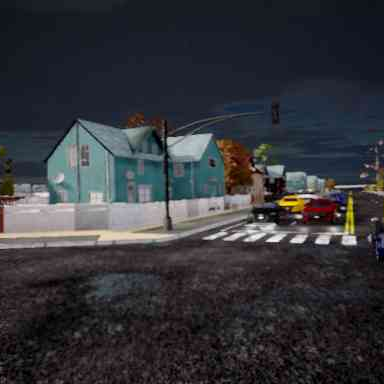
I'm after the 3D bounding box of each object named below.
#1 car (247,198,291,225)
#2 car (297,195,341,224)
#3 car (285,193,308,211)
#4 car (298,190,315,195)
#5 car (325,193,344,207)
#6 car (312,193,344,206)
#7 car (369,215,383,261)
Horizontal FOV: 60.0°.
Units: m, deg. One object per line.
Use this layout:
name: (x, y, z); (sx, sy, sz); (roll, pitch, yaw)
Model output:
car: (5.108, 1.377, 22.451); (1.994, 1.385, 4.181); (-2, 0, 25)
car: (8.523, 1.188, 22.057); (1.882, 1.535, 5.008); (-2, 0, 26)
car: (9.530, 1.148, 31.682); (1.882, 1.535, 5.008); (-2, 0, 26)
car: (14.166, 0.745, 41.247); (2.150, 2.045, 5.566); (-2, 0, 26)
car: (17.333, 0.908, 40.326); (1.882, 1.535, 5.008); (-2, 0, 26)
car: (12.806, 1.065, 31.002); (2.128, 1.511, 4.902); (-2, 0, 26)
car: (6.991, 1.335, 10.866); (1.994, 1.385, 4.181); (-2, 0, 26)
